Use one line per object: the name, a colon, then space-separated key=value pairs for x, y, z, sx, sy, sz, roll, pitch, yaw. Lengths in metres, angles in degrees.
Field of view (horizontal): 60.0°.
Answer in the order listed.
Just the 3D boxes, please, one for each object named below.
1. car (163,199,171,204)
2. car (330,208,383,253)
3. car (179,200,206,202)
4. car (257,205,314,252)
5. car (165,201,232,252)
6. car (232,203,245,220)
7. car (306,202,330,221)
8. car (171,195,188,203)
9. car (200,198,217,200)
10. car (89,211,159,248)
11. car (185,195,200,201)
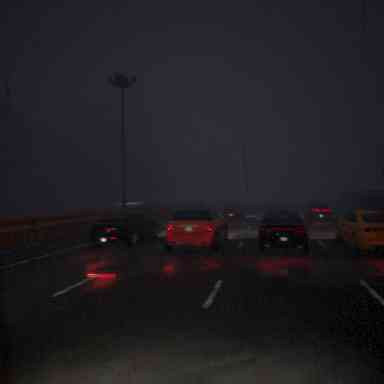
car: x=-4.919 y=2.235 z=78.380 sx=1.895 sy=1.301 sz=4.718 roll=-1 pitch=0 yaw=28
car: x=7.266 y=1.484 z=13.624 sx=1.882 sy=1.535 sz=5.008 roll=-1 pitch=0 yaw=13
car: x=0.310 y=1.747 z=30.479 sx=1.812 sy=1.442 sz=4.674 roll=-1 pitch=0 yaw=13
car: x=3.852 y=1.534 z=14.394 sx=1.882 sy=1.535 sz=5.008 roll=-1 pitch=0 yaw=13
car: x=0.346 y=1.455 z=14.773 sx=2.097 sy=1.767 sz=4.553 roll=-1 pitch=-1 yaw=13
car: x=3.718 y=1.696 z=29.686 sx=1.812 sy=1.442 sz=4.674 roll=-1 pitch=0 yaw=13
car: x=10.530 y=1.578 z=28.082 sx=1.837 sy=1.490 sz=4.892 roll=-1 pitch=0 yaw=13
car: x=-1.886 y=1.810 z=76.614 sx=2.150 sy=2.045 sz=5.566 roll=-1 pitch=0 yaw=26
car: x=4.182 y=2.009 z=73.116 sx=2.128 sy=1.511 sz=4.902 roll=-1 pitch=0 yaw=26
car: x=-3.018 y=1.663 z=15.752 sx=1.837 sy=1.490 sz=4.892 roll=-1 pitch=0 yaw=13
car: x=1.157 y=2.075 z=74.877 sx=2.033 sy=1.411 sz=5.357 roll=-1 pitch=0 yaw=26
